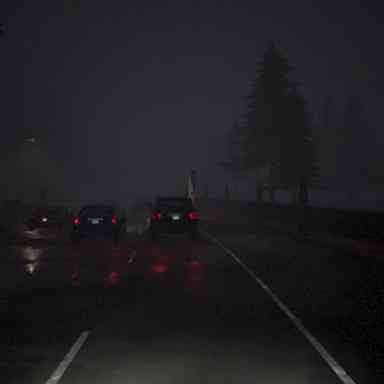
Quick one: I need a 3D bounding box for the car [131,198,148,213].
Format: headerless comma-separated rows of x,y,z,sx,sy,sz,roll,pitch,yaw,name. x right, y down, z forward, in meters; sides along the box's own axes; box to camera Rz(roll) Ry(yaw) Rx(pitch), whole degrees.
-5.383,1.437,35.881,1.882,1.535,5.008,0,0,-16,car

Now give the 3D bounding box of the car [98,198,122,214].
-8.784,1.449,35.228,2.128,1.511,4.902,0,0,-18,car

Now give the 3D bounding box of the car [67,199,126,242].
-4.457,1.333,16.488,2.097,1.767,4.553,0,0,-7,car

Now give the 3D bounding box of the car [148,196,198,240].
-1.054,1.204,17.165,2.150,2.045,5.566,0,0,-7,car

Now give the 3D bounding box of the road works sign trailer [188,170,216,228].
0.168,0.440,21.661,2.880,3.560,2.380,0,0,-9,road works sign trailer

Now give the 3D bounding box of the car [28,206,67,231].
-8.670,1.539,20.722,1.994,1.385,4.181,0,0,-10,car
